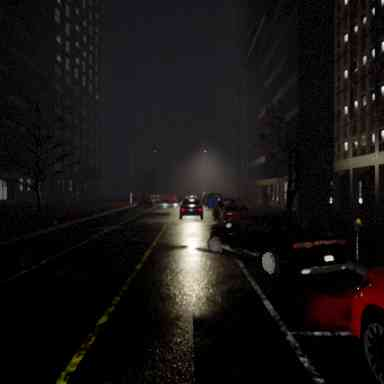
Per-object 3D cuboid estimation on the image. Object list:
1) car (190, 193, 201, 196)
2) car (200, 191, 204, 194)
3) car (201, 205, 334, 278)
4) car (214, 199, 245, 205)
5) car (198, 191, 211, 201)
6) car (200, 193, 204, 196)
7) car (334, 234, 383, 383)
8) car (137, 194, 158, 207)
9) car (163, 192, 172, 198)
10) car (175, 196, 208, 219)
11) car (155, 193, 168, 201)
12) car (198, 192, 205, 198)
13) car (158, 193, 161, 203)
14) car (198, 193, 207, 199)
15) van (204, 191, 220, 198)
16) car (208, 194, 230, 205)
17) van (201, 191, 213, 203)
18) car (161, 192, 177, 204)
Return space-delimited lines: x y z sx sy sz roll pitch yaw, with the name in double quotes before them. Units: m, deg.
"car" -0.122 1.141 47.863 1.895 1.301 4.718 0 1 0
"car" 2.483 0.849 48.578 2.192 1.841 5.009 1 1 0
"car" 2.258 1.381 10.118 1.882 1.535 5.008 0 1 -23
"car" 2.607 1.350 20.375 1.887 1.381 4.507 1 1 0
"car" 2.408 0.682 65.502 2.192 1.841 5.009 1 1 0
"car" 2.506 1.140 42.939 2.008 1.369 4.403 1 1 0
"car" 3.100 1.210 1.862 2.150 2.045 5.566 0 1 0
"car" -5.872 1.029 42.872 1.967 1.590 4.097 1 1 0
"car" -6.051 0.750 82.371 2.008 1.369 4.403 1 1 0
"car" -0.044 1.297 26.206 2.033 1.411 5.357 0 1 0
"car" -5.975 0.918 65.443 2.008 1.369 4.403 1 1 0
"car" 2.329 0.723 82.596 1.752 1.417 4.829 1 1 0
"car" -5.924 1.029 54.158 2.008 1.369 4.403 1 1 0
"car" 2.354 0.838 76.786 1.802 1.307 4.206 1 1 0
"van" 2.534 0.985 37.296 1.690 1.788 3.998 1 1 0
"car" 2.583 1.192 26.015 1.967 1.590 4.097 1 1 0
"van" 2.458 0.819 54.220 1.690 1.788 3.998 1 1 0
"car" -3.288 0.980 51.706 1.882 1.535 5.008 0 0 0
